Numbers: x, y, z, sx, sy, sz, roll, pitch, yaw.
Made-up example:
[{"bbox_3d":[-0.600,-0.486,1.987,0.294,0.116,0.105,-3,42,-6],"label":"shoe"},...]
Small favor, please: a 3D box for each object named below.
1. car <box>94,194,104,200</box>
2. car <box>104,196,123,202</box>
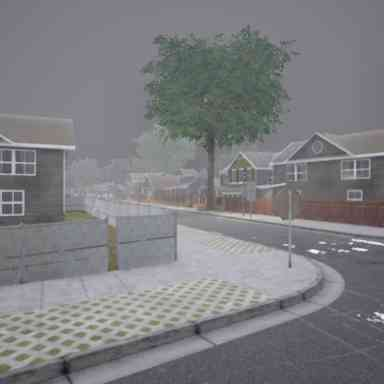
[{"bbox_3d":[-23.659,1.442,86.464,1.812,1.442,4.674,0,0,-23],"label":"car"},{"bbox_3d":[-12.095,1.487,52.523,2.128,1.511,4.902,0,0,-23],"label":"car"}]
